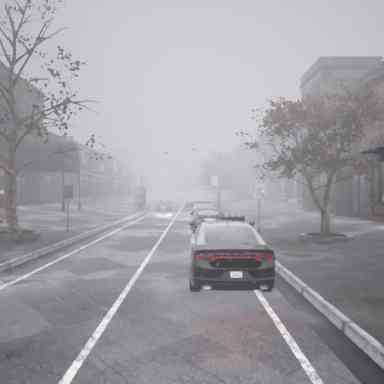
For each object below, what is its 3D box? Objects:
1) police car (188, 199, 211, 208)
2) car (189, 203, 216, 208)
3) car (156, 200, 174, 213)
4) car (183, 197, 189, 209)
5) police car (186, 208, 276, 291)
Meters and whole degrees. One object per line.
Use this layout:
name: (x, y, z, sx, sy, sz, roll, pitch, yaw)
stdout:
police car: (0.851, 1.531, 25.232, 1.930, 1.638, 5.238, 0, 0, 0)
car: (0.863, 1.605, 19.122, 1.812, 1.442, 4.674, 0, 0, 0)
car: (-3.177, 1.660, 39.397, 2.128, 1.511, 4.902, 0, 0, 0)
car: (-0.070, 1.720, 47.752, 1.812, 1.442, 4.674, 0, 0, 0)
police car: (0.882, 1.460, 9.232, 1.930, 1.638, 5.238, 0, 0, 0)
